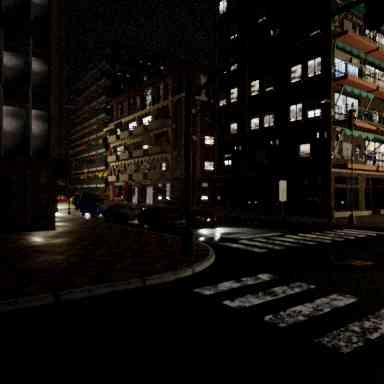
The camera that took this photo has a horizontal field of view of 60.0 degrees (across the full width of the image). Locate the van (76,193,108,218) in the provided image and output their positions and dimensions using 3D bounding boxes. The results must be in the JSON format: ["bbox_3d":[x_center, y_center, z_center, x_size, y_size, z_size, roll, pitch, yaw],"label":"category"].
[{"bbox_3d":[-8.415,1.265,28.952,1.690,1.788,3.998,0,0,-36],"label":"van"}]

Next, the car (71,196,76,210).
[{"bbox_3d":[-12.120,1.427,38.556,1.837,1.490,4.892,0,0,-35],"label":"car"}]

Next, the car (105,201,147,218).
[{"bbox_3d":[-6.048,1.537,30.092,1.895,1.301,4.718,0,0,-36],"label":"car"}]

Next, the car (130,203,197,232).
[{"bbox_3d":[-1.803,1.525,19.755,1.802,1.307,4.206,0,0,-36],"label":"car"}]

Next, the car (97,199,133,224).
[{"bbox_3d":[-5.009,1.458,24.215,1.752,1.417,4.829,0,0,-36],"label":"car"}]

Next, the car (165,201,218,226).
[{"bbox_3d":[-0.146,1.517,21.878,1.994,1.385,4.181,0,0,-36],"label":"car"}]

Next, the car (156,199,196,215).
[{"bbox_3d":[-1.712,1.487,33.982,1.752,1.417,4.829,0,0,-36],"label":"car"}]

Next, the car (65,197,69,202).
[{"bbox_3d":[-21.553,1.446,61.570,1.752,1.417,4.829,0,0,-36],"label":"car"}]

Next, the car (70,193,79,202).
[{"bbox_3d":[-16.088,1.147,49.537,2.150,2.045,5.566,0,0,-36],"label":"car"}]

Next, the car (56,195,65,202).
[{"bbox_3d":[-28.067,1.359,70.628,1.967,1.590,4.097,0,0,-36],"label":"car"}]
